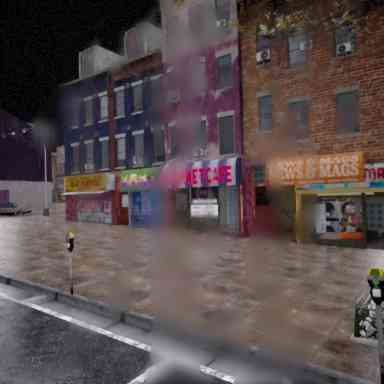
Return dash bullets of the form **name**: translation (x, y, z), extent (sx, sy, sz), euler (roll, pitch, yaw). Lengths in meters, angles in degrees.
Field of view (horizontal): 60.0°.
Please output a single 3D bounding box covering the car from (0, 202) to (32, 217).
- **car**: translation (-17.553, 1.621, 30.214), extent (2.033, 1.411, 5.357), euler (-2, -1, 39)
